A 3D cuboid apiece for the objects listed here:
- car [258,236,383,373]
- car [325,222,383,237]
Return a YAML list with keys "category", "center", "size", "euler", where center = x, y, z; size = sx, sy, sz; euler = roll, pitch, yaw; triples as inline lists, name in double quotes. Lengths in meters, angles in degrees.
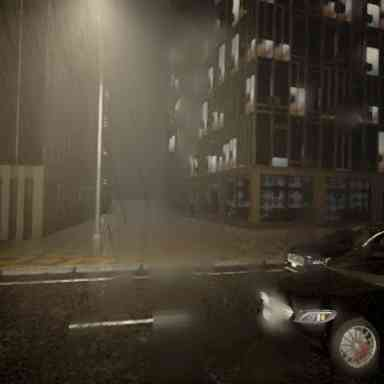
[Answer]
- category: "car"
  center: [3.410, 1.611, 5.474]
  size: [4.674, 1.442, 1.812]
  euler: [0, -1, -14]
- category: "car"
  center: [5.005, 1.640, 9.221]
  size: [4.892, 1.490, 1.837]
  euler: [0, -1, -14]
